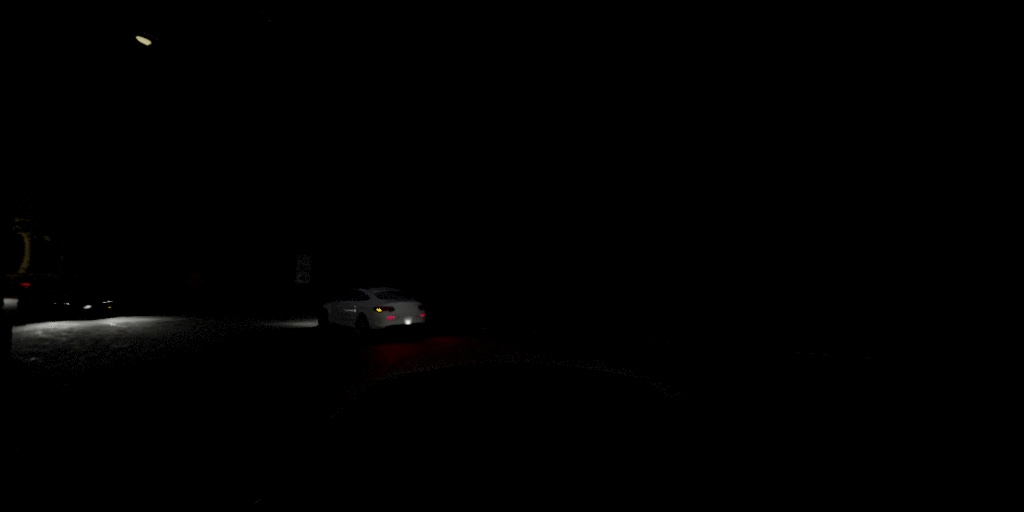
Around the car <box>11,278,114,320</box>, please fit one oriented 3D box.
[{"bbox_3d":[-19.032,1.823,15.308,4.892,1.490,1.837,-1,-4,26],"label":"car"}]

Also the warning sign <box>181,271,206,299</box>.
[{"bbox_3d":[-21.961,1.960,24.651,1.060,1.860,1.300,0,0,26],"label":"warning sign"}]

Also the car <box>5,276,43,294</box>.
[{"bbox_3d":[-39.522,2.418,29.386,4.674,1.442,1.812,-1,-4,27],"label":"car"}]

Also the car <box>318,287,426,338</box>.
[{"bbox_3d":[-4.671,1.738,11.866,4.674,1.442,1.812,-3,-5,43],"label":"car"}]
